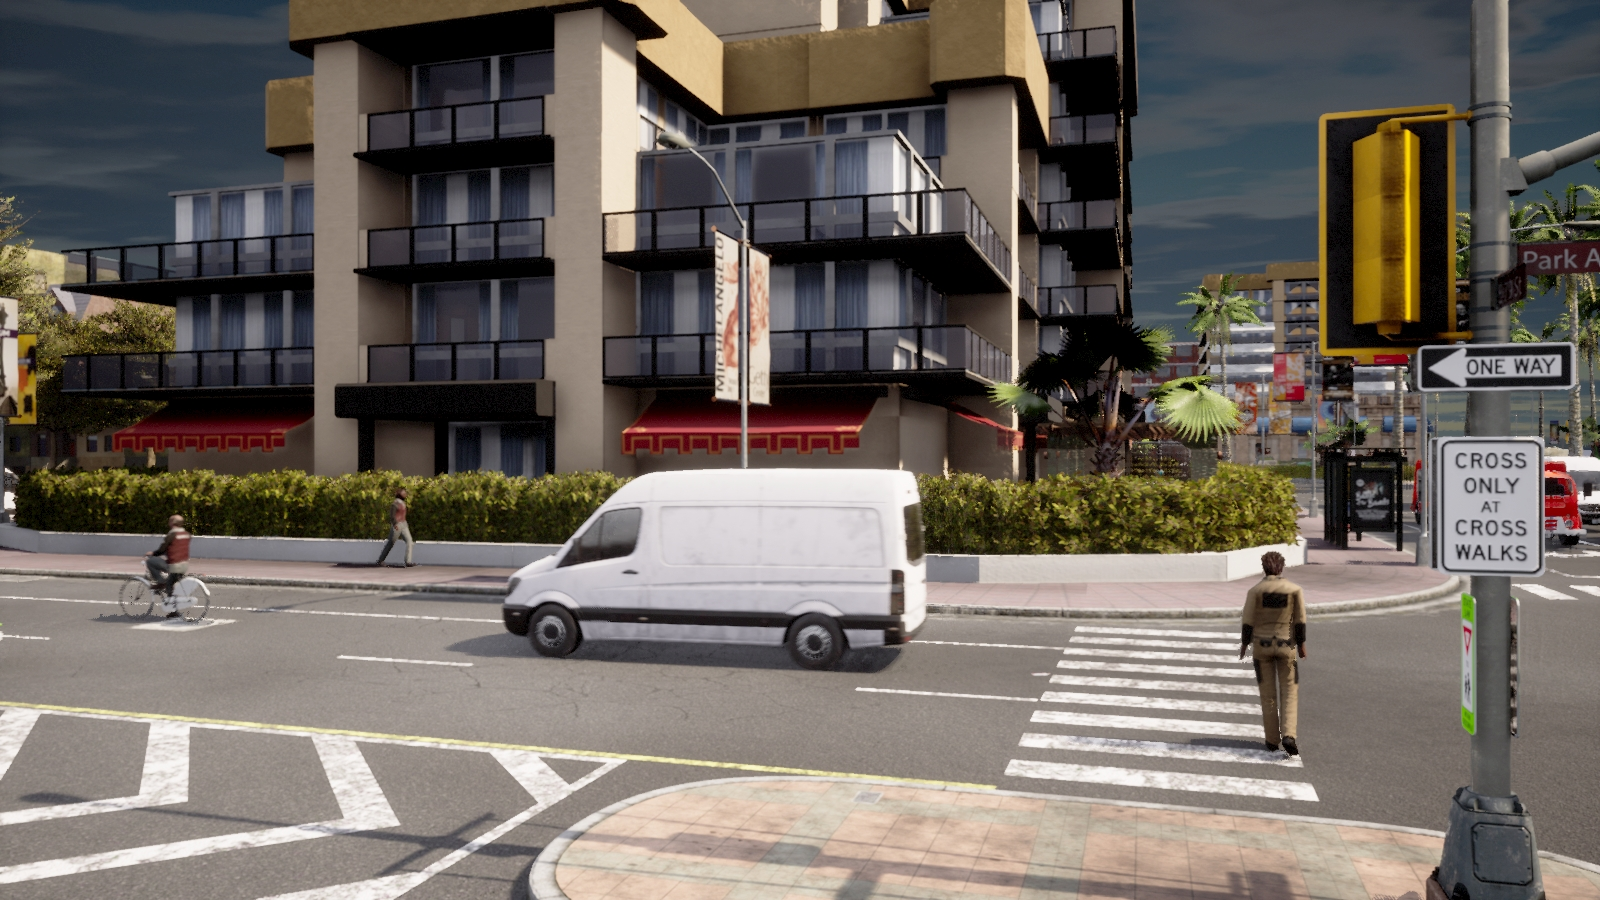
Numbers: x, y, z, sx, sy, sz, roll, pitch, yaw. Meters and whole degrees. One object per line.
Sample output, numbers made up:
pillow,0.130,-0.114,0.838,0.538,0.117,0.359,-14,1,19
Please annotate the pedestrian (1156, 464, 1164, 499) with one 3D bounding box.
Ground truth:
pedestrian,19.594,1.706,62.216,0.375,1.860,0.375,0,0,14

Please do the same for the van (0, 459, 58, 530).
van,-30.201,1.616,41.193,1.988,2.561,5.915,0,0,16

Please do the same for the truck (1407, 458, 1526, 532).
truck,24.061,1.556,41.502,2.627,2.467,5.204,0,0,18

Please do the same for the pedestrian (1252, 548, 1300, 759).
pedestrian,4.383,1.850,10.529,0.375,1.860,0.375,0,0,18

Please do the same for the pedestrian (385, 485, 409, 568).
pedestrian,-9.145,1.731,25.943,0.375,1.860,0.375,0,0,15

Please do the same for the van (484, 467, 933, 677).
van,-1.232,1.549,15.924,5.915,2.561,1.988,0,0,15

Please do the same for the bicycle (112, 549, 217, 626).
bicycle,-10.460,2.243,18.792,1.835,1.171,0.329,0,0,17

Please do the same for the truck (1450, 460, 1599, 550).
truck,21.953,1.553,34.891,2.627,2.467,5.204,0,0,18

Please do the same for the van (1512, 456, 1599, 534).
van,27.619,1.516,41.087,1.988,2.561,5.915,0,0,18
